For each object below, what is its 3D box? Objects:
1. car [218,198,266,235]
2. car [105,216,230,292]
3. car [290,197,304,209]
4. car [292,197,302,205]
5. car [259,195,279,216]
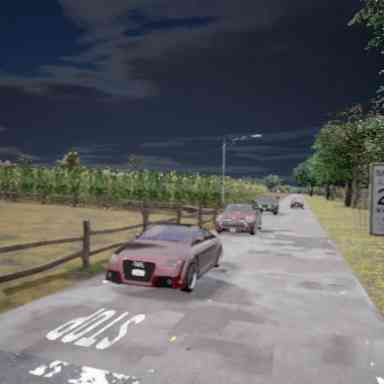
[{"bbox_3d":[2.794,1.401,19.242,2.097,1.767,4.553,1,0,18],"label":"car"},{"bbox_3d":[-0.506,1.549,8.994,1.994,1.385,4.181,1,0,19],"label":"car"},{"bbox_3d":[16.071,1.798,50.897,1.812,1.442,4.674,1,0,18],"label":"car"},{"bbox_3d":[22.673,1.815,71.745,1.882,1.535,5.008,1,0,18],"label":"car"},{"bbox_3d":[8.018,1.364,35.362,2.150,2.045,5.566,1,0,18],"label":"car"}]
